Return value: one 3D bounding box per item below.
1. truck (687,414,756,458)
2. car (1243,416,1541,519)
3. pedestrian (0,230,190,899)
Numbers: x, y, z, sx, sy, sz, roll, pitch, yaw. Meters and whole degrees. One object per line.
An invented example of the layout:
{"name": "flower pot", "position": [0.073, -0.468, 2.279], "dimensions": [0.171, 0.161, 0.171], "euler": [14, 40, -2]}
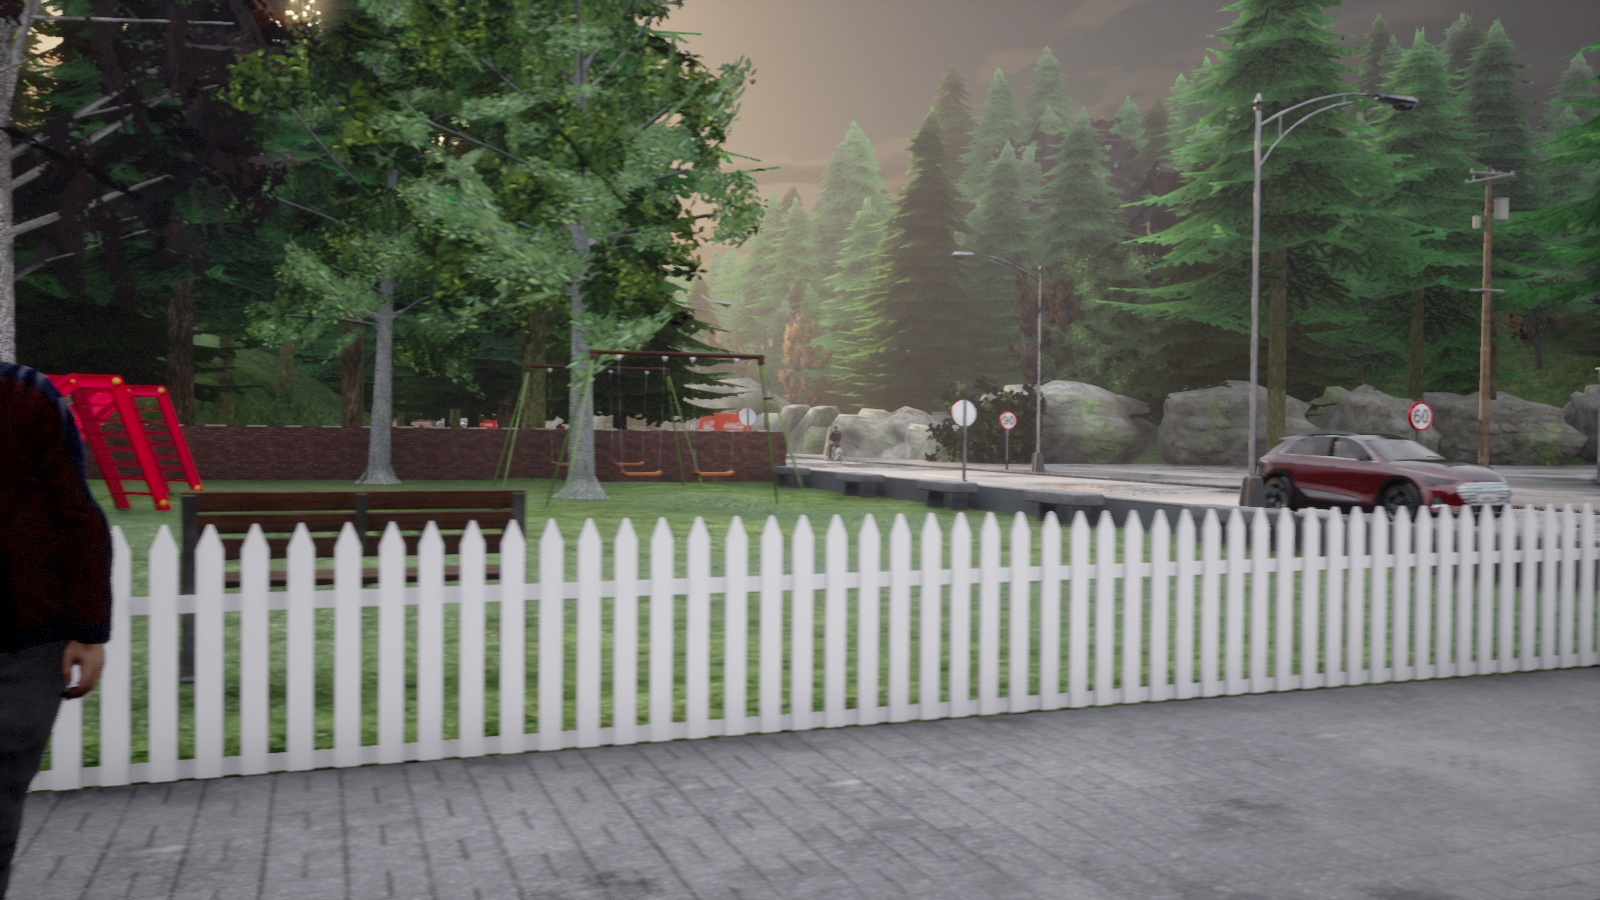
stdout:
{"name": "truck", "position": [-4.666, -0.842, 73.930], "dimensions": [2.627, 2.467, 5.204], "euler": [-1, 1, -21]}
{"name": "car", "position": [10.546, 0.242, 22.846], "dimensions": [2.033, 1.649, 4.856], "euler": [-1, 1, -21]}
{"name": "pedestrian", "position": [-1.883, 0.481, 2.908], "dimensions": [0.634, 1.844, 0.899], "euler": [-1, 1, -13]}
